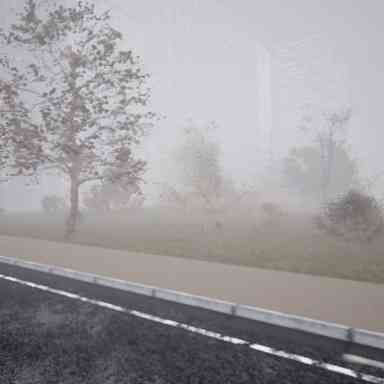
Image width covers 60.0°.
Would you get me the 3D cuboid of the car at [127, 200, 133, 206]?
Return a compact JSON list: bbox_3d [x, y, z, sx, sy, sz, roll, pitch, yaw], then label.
[{"bbox_3d":[-13.802,2.171,67.641,1.882,1.535,5.008,-2,-1,37],"label":"car"}]
